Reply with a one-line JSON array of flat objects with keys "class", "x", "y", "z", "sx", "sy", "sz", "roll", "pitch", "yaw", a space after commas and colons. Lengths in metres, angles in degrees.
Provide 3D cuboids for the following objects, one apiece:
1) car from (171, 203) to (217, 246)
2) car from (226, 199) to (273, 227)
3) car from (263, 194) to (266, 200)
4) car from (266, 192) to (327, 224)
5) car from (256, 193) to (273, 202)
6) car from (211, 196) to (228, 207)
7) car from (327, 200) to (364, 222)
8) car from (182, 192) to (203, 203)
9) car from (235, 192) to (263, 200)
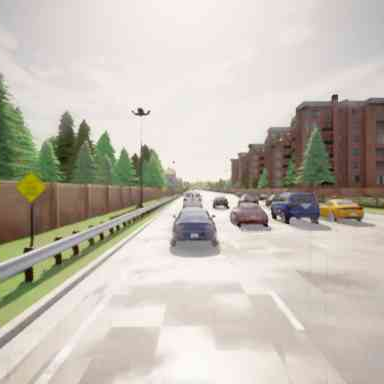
[{"class": "car", "x": 0.091, "y": 1.419, "z": 14.583, "sx": 1.812, "sy": 1.442, "sz": 4.674, "roll": 0, "pitch": 1, "yaw": 0}, {"class": "car", "x": 3.588, "y": 1.406, "z": 21.415, "sx": 1.994, "sy": 1.385, "sz": 4.181, "roll": 0, "pitch": 0, "yaw": 0}, {"class": "car", "x": 10.477, "y": 1.049, "z": 41.134, "sx": 2.097, "sy": 1.767, "sz": 4.553, "roll": 0, "pitch": 0, "yaw": 0}, {"class": "car", "x": 7.086, "y": 1.047, "z": 23.319, "sx": 2.150, "sy": 2.045, "sz": 5.566, "roll": 0, "pitch": 0, "yaw": 0}, {"class": "car", "x": 13.802, "y": 1.033, "z": 63.202, "sx": 2.128, "sy": 1.511, "sz": 4.902, "roll": 0, "pitch": 0, "yaw": 0}, {"class": "car", "x": 3.480, "y": 1.208, "z": 41.156, "sx": 1.837, "sy": 1.490, "sz": 4.892, "roll": 0, "pitch": 1, "yaw": 0}, {"class": "car", "x": 10.586, "y": 1.297, "z": 24.292, "sx": 1.882, "sy": 1.535, "sz": 5.008, "roll": 0, "pitch": 0, "yaw": 0}, {"class": "car", "x": 0.061, "y": 0.954, "z": 37.195, "sx": 2.150, "sy": 2.045, "sz": 5.566, "roll": 0, "pitch": 1, "yaw": 0}, {"class": "car", "x": 6.977, "y": 1.050, "z": 41.207, "sx": 2.097, "sy": 1.767, "sz": 4.553, "roll": 0, "pitch": 0, "yaw": 0}]
